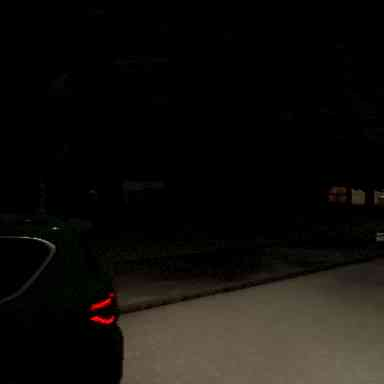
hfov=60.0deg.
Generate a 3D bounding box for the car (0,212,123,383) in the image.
[{"bbox_3d":[-3.258,1.210,2.283,5.566,2.045,2.150,1,0,-35],"label":"car"}]
